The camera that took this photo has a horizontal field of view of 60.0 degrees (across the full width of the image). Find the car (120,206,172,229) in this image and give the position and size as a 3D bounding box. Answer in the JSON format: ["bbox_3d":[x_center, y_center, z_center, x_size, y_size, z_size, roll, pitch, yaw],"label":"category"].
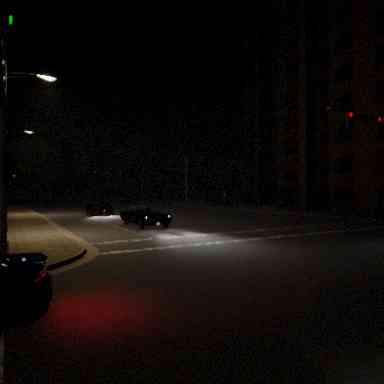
[{"bbox_3d":[-3.058,1.559,21.448,1.895,1.301,4.718,0,0,-29],"label":"car"}]

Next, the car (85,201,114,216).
[{"bbox_3d":[-8.869,1.519,31.779,1.994,1.385,4.181,0,0,-29],"label":"car"}]

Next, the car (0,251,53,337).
[{"bbox_3d":[-4.695,1.488,4.725,5.008,1.535,1.882,0,0,-29],"label":"car"}]
